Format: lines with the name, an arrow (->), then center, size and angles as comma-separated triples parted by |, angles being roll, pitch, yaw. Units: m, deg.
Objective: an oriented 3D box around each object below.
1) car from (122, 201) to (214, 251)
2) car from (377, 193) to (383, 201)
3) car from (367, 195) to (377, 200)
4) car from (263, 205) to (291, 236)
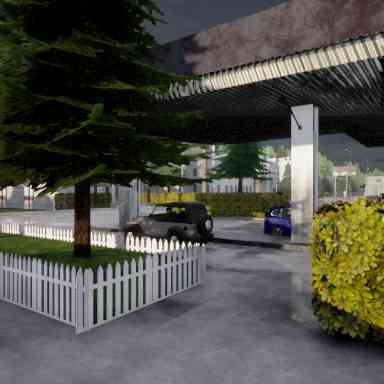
car -> -0.981, 1.313, 13.836 | 3.866, 1.878, 1.905 | 0, 0, 35
car -> 25.773, 1.077, 43.521 | 1.905, 1.878, 3.866 | 0, 0, 35
car -> 33.036, 1.298, 60.262 | 2.007, 1.523, 4.514 | 0, 0, 35
car -> 5.820, 1.480, 15.985 | 4.611, 1.667, 2.242 | 0, 0, 35
